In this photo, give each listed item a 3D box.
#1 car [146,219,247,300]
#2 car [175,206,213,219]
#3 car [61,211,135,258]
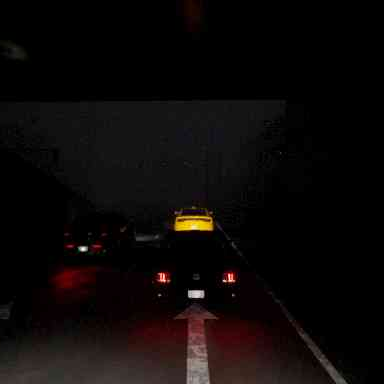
[{"bbox_3d":[0.087,1.601,8.366,1.895,1.301,4.718,0,0,0],"label":"car"},{"bbox_3d":[0.090,1.478,17.709,1.882,1.535,5.008,0,0,0],"label":"car"},{"bbox_3d":[-3.411,1.506,12.844,1.837,1.490,4.892,0,0,0],"label":"car"}]
